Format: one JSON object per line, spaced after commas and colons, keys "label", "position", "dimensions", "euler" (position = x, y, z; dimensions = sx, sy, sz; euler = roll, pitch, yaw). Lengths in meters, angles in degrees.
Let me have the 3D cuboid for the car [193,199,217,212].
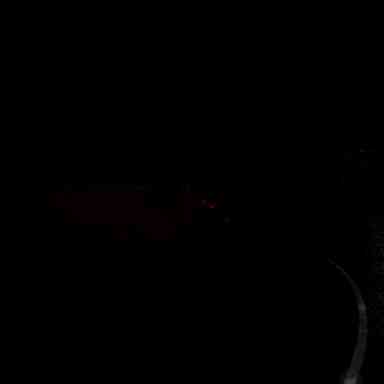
{"label": "car", "position": [1.663, 1.695, 43.208], "dimensions": [1.882, 1.535, 5.008], "euler": [0, 0, -17]}
